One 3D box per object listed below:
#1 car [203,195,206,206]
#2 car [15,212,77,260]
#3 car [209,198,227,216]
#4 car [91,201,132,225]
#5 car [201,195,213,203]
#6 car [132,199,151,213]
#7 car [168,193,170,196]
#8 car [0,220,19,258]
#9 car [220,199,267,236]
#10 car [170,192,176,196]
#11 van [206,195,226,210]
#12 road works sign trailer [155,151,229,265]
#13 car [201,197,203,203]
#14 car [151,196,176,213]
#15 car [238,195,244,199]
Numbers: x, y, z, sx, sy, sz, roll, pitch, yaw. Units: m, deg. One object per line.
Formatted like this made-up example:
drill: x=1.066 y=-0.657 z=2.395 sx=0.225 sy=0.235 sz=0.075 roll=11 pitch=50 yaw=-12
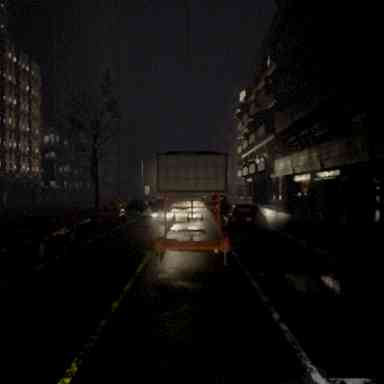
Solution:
car: x=2.702 y=1.272 z=39.875 sx=1.967 sy=1.590 sz=4.097 roll=0 pitch=0 yaw=0
car: x=-5.687 y=1.489 z=12.215 sx=1.887 sy=1.381 sz=4.507 roll=0 pitch=0 yaw=0
car: x=2.699 y=1.456 z=28.811 sx=1.802 sy=1.307 sz=4.206 roll=0 pitch=0 yaw=0
car: x=-5.683 y=1.423 z=23.110 sx=1.752 sy=1.417 sz=4.829 roll=0 pitch=0 yaw=0
car: x=2.710 y=1.301 z=62.006 sx=2.008 sy=1.369 sz=4.403 roll=0 pitch=0 yaw=0
car: x=-5.680 y=1.435 z=34.347 sx=1.802 sy=1.307 sz=4.206 roll=0 pitch=0 yaw=0
car: x=-5.670 y=1.295 z=62.009 sx=1.887 sy=1.381 sz=4.507 roll=0 pitch=0 yaw=0
car: x=-5.689 y=1.519 z=6.683 sx=2.008 sy=1.369 sz=4.403 roll=0 pitch=0 yaw=0
car: x=2.695 y=1.360 z=17.744 sx=1.967 sy=1.590 sz=4.097 roll=0 pitch=0 yaw=0
car: x=-5.661 y=0.970 z=94.396 sx=2.192 sy=1.841 sz=5.009 roll=0 pitch=0 yaw=0
van: x=2.701 y=1.194 z=34.342 sx=1.690 sy=1.788 sz=3.998 roll=0 pitch=0 yaw=0
road works sign trailer: x=0.003 y=0.412 z=11.410 sx=2.380 sy=3.560 sz=2.880 roll=0 pitch=0 yaw=0
car: x=2.706 y=1.340 z=50.940 sx=2.008 sy=1.369 sz=4.403 roll=0 pitch=0 yaw=0
car: x=-3.086 y=1.398 z=34.854 sx=2.033 sy=1.411 sz=5.357 roll=0 pitch=0 yaw=0
car: x=13.453 y=1.029 z=81.408 sx=4.403 sy=1.369 sz=2.008 roll=-1 pitch=1 yaw=-1
